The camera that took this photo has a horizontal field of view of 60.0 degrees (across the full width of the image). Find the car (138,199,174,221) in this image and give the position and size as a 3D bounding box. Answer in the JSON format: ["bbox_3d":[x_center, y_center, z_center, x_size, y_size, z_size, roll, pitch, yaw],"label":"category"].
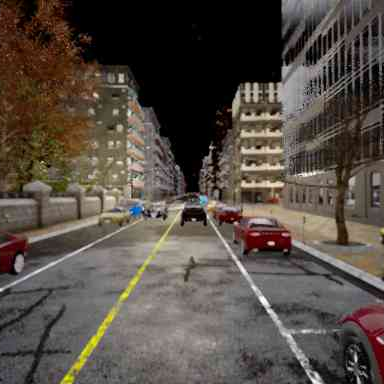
[{"bbox_3d":[-3.040,1.679,29.161,2.128,1.511,4.902,0,0,0],"label":"car"}]

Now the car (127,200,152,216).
[{"bbox_3d":[-5.633,1.670,36.103,1.967,1.590,4.097,1,0,0],"label":"car"}]

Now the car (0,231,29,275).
[{"bbox_3d":[-5.671,1.600,8.035,1.887,1.381,4.507,1,0,0],"label":"car"}]

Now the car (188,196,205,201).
[{"bbox_3d":[0.153,1.605,39.885,2.097,1.767,4.553,0,0,0],"label":"car"}]

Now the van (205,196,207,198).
[{"bbox_3d":[2.806,1.805,79.682,1.690,1.788,3.998,1,0,0],"label":"van"}]

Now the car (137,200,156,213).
[{"bbox_3d":[-5.627,1.787,41.547,1.752,1.417,4.829,1,0,0],"label":"car"}]

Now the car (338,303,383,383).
[{"bbox_3d":[2.703,1.457,2.370,1.967,1.590,4.097,1,0,0],"label":"car"}]

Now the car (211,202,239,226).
[{"bbox_3d":[2.732,1.706,24.839,1.887,1.381,4.507,1,0,0],"label":"car"}]

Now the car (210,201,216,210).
[{"bbox_3d":[2.739,1.740,30.456,1.887,1.381,4.507,1,0,0],"label":"car"}]

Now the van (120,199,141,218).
[{"bbox_3d":[-5.639,1.537,30.491,1.690,1.788,3.998,1,0,0],"label":"van"}]

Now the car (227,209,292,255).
[{"bbox_3d":[2.717,1.636,13.604,1.887,1.381,4.507,1,0,0],"label":"car"}]

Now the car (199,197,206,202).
[{"bbox_3d":[2.818,2.084,91.024,1.947,1.339,4.313,1,0,0],"label":"car"}]

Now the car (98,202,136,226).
[{"bbox_3d":[-5.649,1.686,24.706,1.752,1.417,4.829,1,0,0],"label":"car"}]

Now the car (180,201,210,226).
[{"bbox_3d":[0.133,1.666,25.093,1.837,1.490,4.892,0,-1,0],"label":"car"}]

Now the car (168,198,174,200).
[{"bbox_3d":[-5.570,2.074,85.420,1.802,1.307,4.206,1,0,0],"label":"car"}]

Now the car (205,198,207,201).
[{"bbox_3d":[2.754,1.789,41.859,1.752,1.417,4.829,1,0,0],"label":"car"}]

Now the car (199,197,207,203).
[{"bbox_3d":[2.810,2.036,85.353,1.887,1.381,4.507,1,0,0],"label":"car"}]
